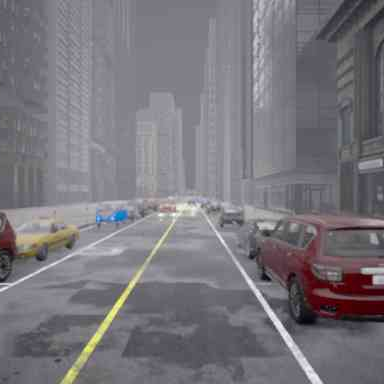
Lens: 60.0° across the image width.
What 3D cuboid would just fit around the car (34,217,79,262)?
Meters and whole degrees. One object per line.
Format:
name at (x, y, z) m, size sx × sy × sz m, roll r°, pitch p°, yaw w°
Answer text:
car at (-5.771, 1.643, 12.669) m, size 1.752 × 1.417 × 4.829 m, roll 0°, pitch -1°, yaw 0°

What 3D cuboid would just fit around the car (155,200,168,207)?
car at (-5.792, 2.183, 63.602) m, size 1.947 × 1.339 × 4.313 m, roll 0°, pitch -1°, yaw 0°

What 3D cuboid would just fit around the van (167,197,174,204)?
van at (-5.805, 2.238, 91.807) m, size 1.690 × 1.788 × 3.998 m, roll 0°, pitch -1°, yaw 0°

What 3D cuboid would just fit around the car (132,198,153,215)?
car at (-5.782, 1.652, 35.402) m, size 2.192 × 1.841 × 5.009 m, roll 0°, pitch -1°, yaw 0°

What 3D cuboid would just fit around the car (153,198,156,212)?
car at (-5.786, 1.764, 46.683) m, size 2.192 × 1.841 × 5.009 m, roll 0°, pitch -1°, yaw 0°

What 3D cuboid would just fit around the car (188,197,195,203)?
car at (-0.038, 2.212, 90.797) m, size 1.882 × 1.535 × 5.008 m, roll 0°, pitch -1°, yaw 0°

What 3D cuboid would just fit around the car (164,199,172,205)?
car at (-5.800, 2.309, 80.354) m, size 1.752 × 1.417 × 4.829 m, roll 0°, pitch -1°, yaw 0°

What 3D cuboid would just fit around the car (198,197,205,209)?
car at (2.328, 2.056, 54.716) m, size 1.812 × 1.442 × 4.674 m, roll 0°, pitch -1°, yaw 0°

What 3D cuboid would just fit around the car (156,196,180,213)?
car at (-3.106, 1.767, 43.269) m, size 2.097 × 1.767 × 4.553 m, roll 0°, pitch 0°, yaw 0°

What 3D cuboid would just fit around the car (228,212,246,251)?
car at (2.754, 1.672, 12.849) m, size 2.008 × 1.369 × 4.403 m, roll 0°, pitch -1°, yaw 0°

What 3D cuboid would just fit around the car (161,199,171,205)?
car at (-5.797, 2.280, 74.883) m, size 2.008 × 1.369 × 4.403 m, roll 0°, pitch -1°, yaw 0°

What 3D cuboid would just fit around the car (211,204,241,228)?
car at (2.749, 1.779, 24.129) m, size 2.008 × 1.369 × 4.403 m, roll 0°, pitch -1°, yaw 0°

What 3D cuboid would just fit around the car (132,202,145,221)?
car at (-5.778, 1.833, 29.759) m, size 2.008 × 1.369 × 4.403 m, roll 0°, pitch -1°, yaw 0°

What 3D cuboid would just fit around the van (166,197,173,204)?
van at (-5.803, 2.182, 86.166) m, size 1.690 × 1.788 × 3.998 m, roll 0°, pitch -1°, yaw 0°

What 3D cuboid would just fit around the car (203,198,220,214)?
car at (2.742, 1.834, 41.050) m, size 1.967 × 1.590 × 4.097 m, roll 0°, pitch -1°, yaw 0°

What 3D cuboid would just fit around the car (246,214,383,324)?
car at (2.756, 1.383, 7.211) m, size 2.192 × 1.841 × 5.009 m, roll 0°, pitch -1°, yaw 0°

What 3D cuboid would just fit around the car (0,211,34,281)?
car at (-5.769, 1.382, 7.200) m, size 2.192 × 1.841 × 5.009 m, roll 0°, pitch -1°, yaw 0°

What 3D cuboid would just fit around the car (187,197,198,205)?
car at (-0.031, 2.241, 72.636) m, size 1.895 × 1.301 × 4.718 m, roll 0°, pitch -1°, yaw 0°

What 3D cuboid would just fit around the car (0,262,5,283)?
car at (-3.101, 1.540, 1.504) m, size 1.812 × 1.442 × 4.674 m, roll 0°, pitch -1°, yaw 0°

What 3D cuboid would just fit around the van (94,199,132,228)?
van at (-5.776, 1.568, 24.121) m, size 1.690 × 1.788 × 3.998 m, roll 0°, pitch -1°, yaw 0°
